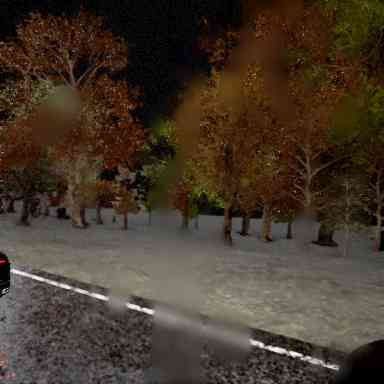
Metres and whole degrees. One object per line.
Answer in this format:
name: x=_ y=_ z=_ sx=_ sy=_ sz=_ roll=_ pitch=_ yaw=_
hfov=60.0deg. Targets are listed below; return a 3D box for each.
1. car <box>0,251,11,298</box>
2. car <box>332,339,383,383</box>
car: x=-5.604 y=1.416 z=6.878 sx=4.892 sy=1.490 sz=1.837 roll=1 pitch=0 yaw=36
car: x=3.170 y=1.524 z=1.432 sx=4.892 sy=1.490 sz=1.837 roll=1 pitch=0 yaw=35
